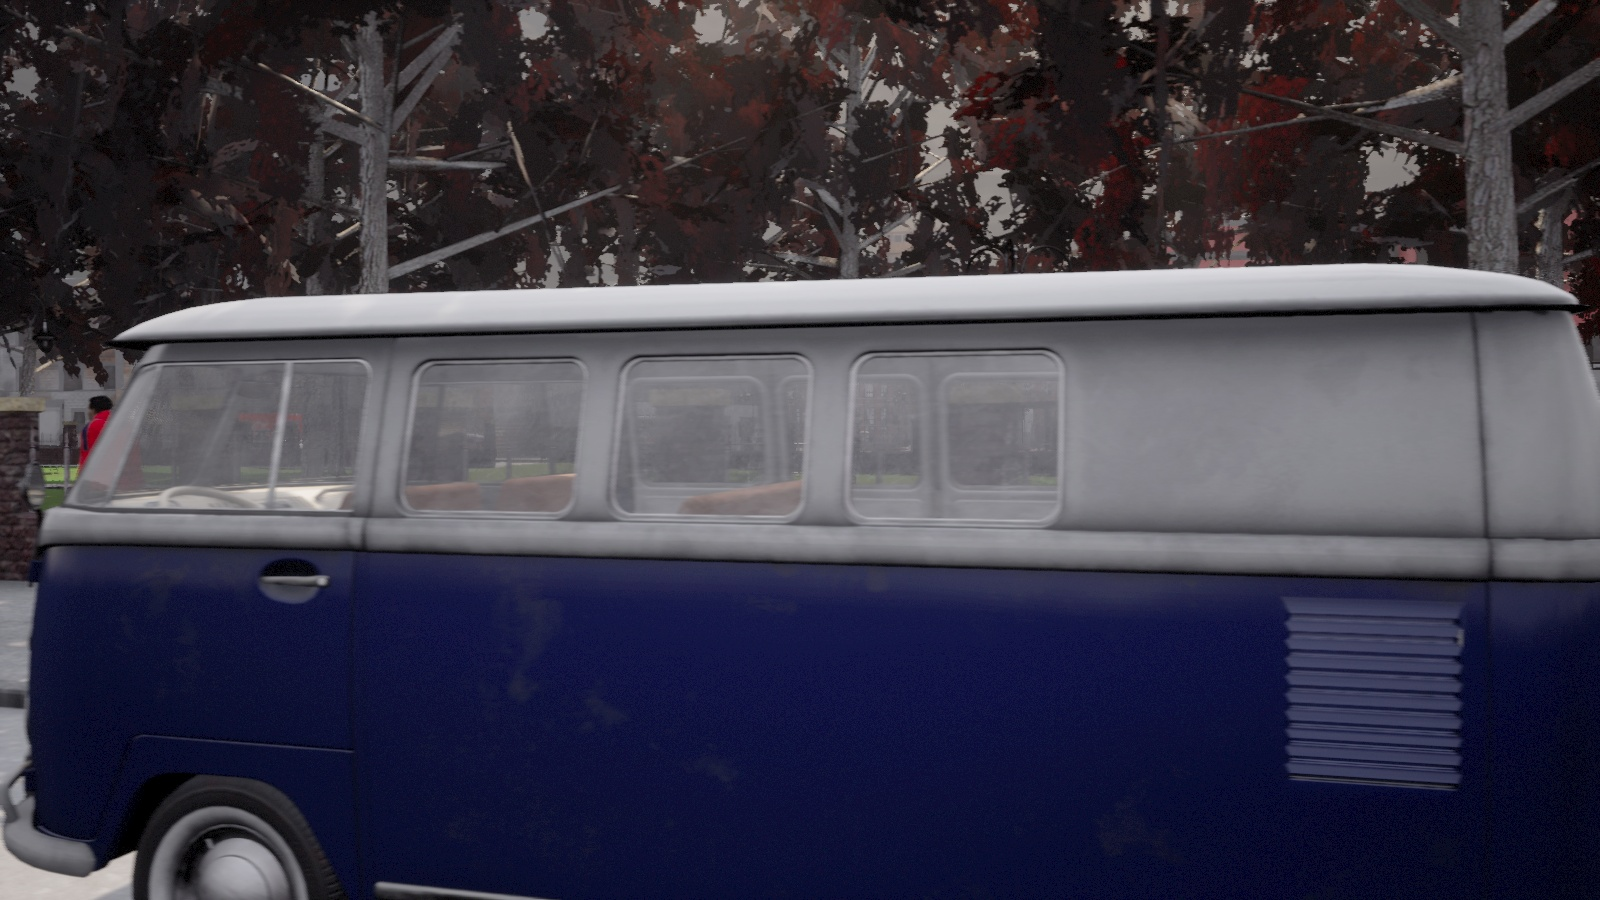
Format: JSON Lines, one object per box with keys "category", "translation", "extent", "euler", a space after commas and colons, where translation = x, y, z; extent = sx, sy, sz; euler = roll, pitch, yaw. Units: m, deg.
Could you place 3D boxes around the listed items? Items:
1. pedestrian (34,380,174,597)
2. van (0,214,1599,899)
{"category": "pedestrian", "translation": [-6.156, 0.321, 11.123], "extent": [0.899, 1.844, 0.634], "euler": [1, 1, 17]}
{"category": "van", "translation": [-0.123, 0.516, 3.745], "extent": [4.442, 1.987, 1.775], "euler": [1, 1, 15]}
